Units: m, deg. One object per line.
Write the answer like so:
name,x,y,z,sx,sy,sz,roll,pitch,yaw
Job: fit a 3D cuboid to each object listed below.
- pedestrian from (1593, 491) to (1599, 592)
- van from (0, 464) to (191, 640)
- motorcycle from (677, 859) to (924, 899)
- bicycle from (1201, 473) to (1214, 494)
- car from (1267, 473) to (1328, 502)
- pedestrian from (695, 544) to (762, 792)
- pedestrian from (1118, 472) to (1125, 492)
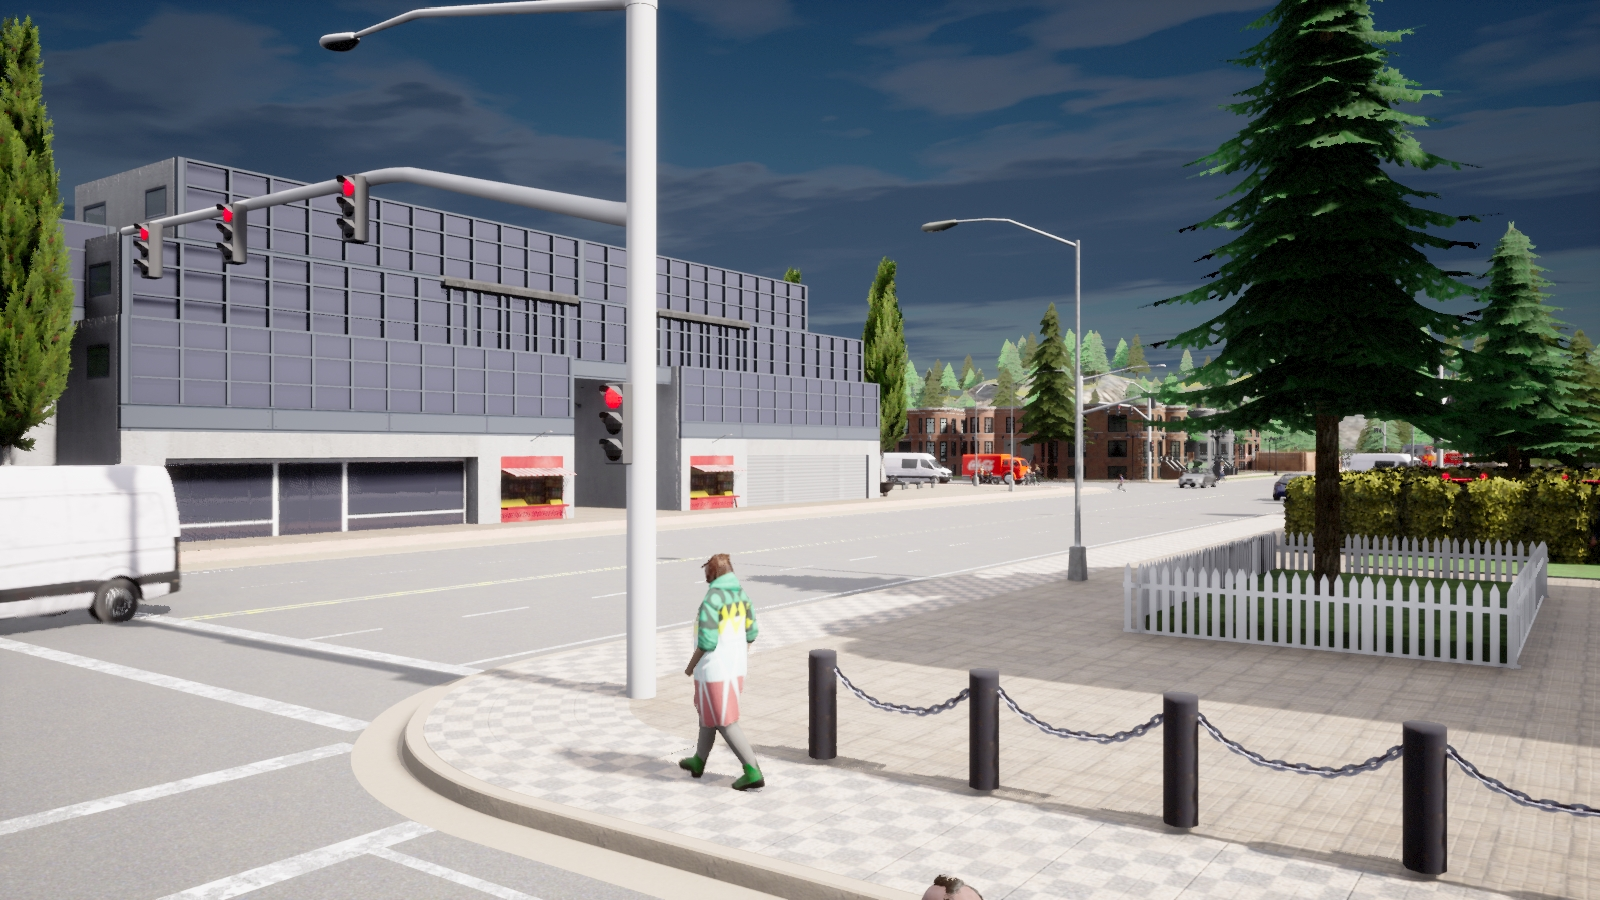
pedestrian,14.975,1.687,21.128,0.375,1.860,0.375,0,0,-20
van,-12.643,1.534,17.359,1.988,2.561,5.915,-1,0,26
motorcycle,0.509,2.205,3.428,2.209,1.251,0.867,0,0,35
bicycle,26.067,2.156,73.095,0.373,1.296,1.643,0,0,35
car,27.765,2.063,63.661,2.163,1.488,4.792,0,0,35
pedestrian,-0.563,1.697,9.046,0.375,1.860,0.375,0,0,36
pedestrian,21.287,2.128,75.610,0.375,1.300,0.375,0,0,21
